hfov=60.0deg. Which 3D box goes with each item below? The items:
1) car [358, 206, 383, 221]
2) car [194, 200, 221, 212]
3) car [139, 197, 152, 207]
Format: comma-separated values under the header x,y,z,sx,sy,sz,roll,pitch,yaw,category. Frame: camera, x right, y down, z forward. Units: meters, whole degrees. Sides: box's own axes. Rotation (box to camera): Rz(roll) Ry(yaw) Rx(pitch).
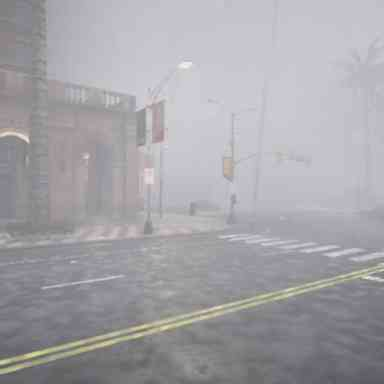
x,y,z,sx,sy,sz,roll,pitch,yaw,category
15.714,1.753,26.297,2.033,1.411,5.357,1,0,-15,car
1.723,1.715,42.344,1.812,1.442,4.674,1,0,-36,car
-8.662,1.696,56.826,1.837,1.490,4.892,1,-1,-36,car
